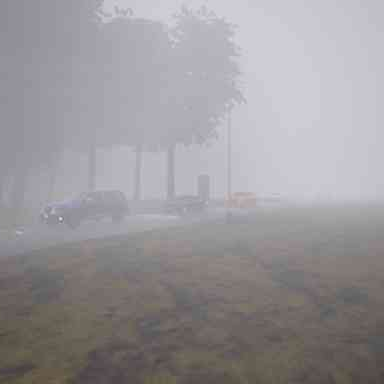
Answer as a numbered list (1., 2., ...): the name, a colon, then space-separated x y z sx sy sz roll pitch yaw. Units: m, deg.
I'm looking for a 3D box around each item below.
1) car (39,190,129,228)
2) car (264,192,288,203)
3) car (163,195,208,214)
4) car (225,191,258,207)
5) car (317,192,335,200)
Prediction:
1. car: -6.262 0.909 20.107 2.150 2.045 5.566 1 2 34
2. car: 11.473 0.722 45.028 1.812 1.442 4.674 1 1 36
3. car: -0.462 1.014 28.313 1.837 1.490 4.892 1 2 35
4. car: 5.502 0.695 36.693 2.097 1.767 4.553 1 1 35
5. car: 22.371 0.661 55.380 1.895 1.301 4.718 1 1 35
